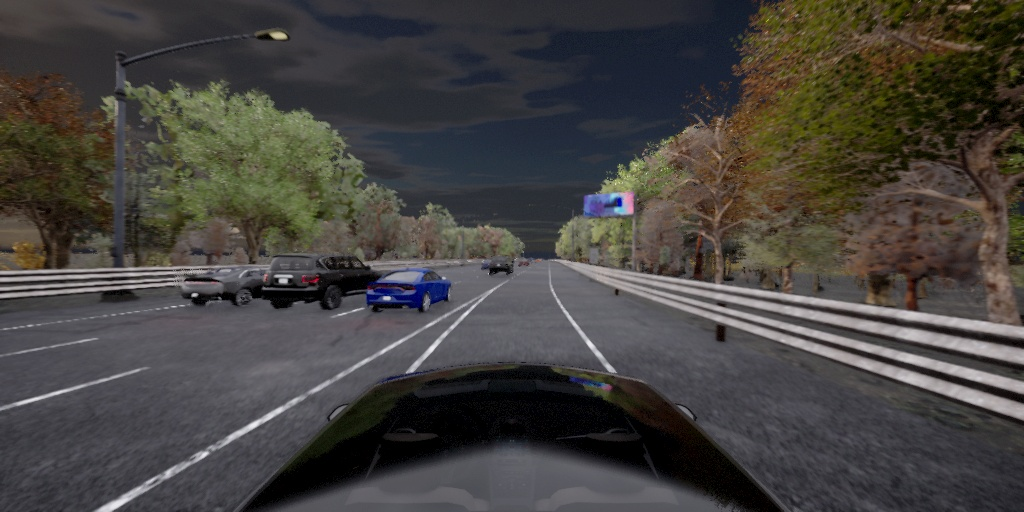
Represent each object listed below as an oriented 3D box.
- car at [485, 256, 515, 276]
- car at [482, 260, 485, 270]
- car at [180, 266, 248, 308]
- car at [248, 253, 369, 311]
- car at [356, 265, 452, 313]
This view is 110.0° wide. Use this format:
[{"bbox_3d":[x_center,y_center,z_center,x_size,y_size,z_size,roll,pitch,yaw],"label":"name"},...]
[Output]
[{"bbox_3d":[-1.115,1.047,39.567,2.150,2.045,5.566,1,0,6],"label":"car"},{"bbox_3d":[-3.166,1.192,53.805,2.097,1.767,4.553,1,0,6],"label":"car"},{"bbox_3d":[-10.708,1.165,14.797,2.128,1.511,4.902,1,0,6],"label":"car"},{"bbox_3d":[-7.225,0.927,14.421,2.150,2.045,5.566,1,0,6],"label":"car"},{"bbox_3d":[-3.760,1.216,13.966,1.882,1.535,5.008,0,0,6],"label":"car"}]
